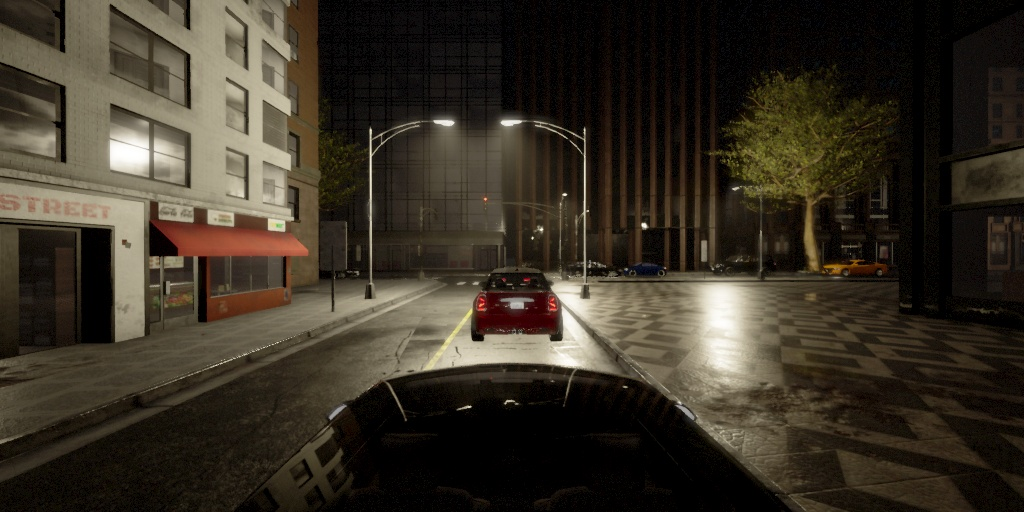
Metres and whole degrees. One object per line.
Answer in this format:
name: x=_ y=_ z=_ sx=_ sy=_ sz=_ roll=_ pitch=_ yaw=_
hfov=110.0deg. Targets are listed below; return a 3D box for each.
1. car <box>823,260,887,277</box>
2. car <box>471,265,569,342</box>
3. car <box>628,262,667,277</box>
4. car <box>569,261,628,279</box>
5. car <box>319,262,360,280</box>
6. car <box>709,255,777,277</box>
car: x=32.154 y=1.117 z=33.707 sx=5.008 sy=1.535 sz=1.882 roll=0 pitch=0 yaw=0
car: x=0.122 y=1.101 z=9.955 sx=2.097 sy=1.767 sz=4.553 roll=0 pitch=0 yaw=0
car: x=12.318 y=1.257 z=33.823 sx=4.181 sy=1.385 sz=1.994 roll=0 pitch=0 yaw=0
car: x=6.922 y=1.217 z=30.650 sx=4.902 sy=1.511 sz=2.128 roll=0 pitch=0 yaw=0
car: x=-15.675 y=1.301 z=30.770 sx=4.902 sy=1.511 sz=2.128 roll=0 pitch=0 yaw=0
car: x=21.703 y=0.884 z=33.764 sx=5.566 sy=2.045 sz=2.150 roll=0 pitch=0 yaw=0
